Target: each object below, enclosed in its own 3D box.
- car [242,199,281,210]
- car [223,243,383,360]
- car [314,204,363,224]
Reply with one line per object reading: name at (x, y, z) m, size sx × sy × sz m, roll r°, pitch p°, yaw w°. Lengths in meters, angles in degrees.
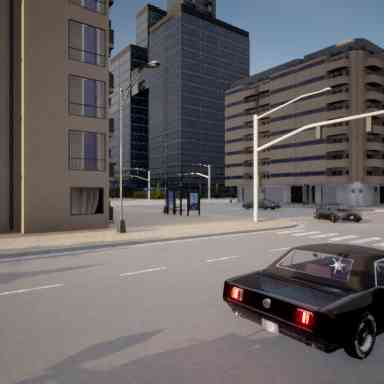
car at (8.992, 1.603, 43.404) m, size 2.033 × 1.411 × 5.357 m, roll 0°, pitch 0°, yaw -38°
car at (2.892, 1.601, 5.985) m, size 4.718 × 1.301 × 1.895 m, roll 0°, pitch 0°, yaw -36°
car at (11.090, 1.608, 25.405) m, size 1.994 × 1.385 × 4.181 m, roll 0°, pitch 0°, yaw -6°
